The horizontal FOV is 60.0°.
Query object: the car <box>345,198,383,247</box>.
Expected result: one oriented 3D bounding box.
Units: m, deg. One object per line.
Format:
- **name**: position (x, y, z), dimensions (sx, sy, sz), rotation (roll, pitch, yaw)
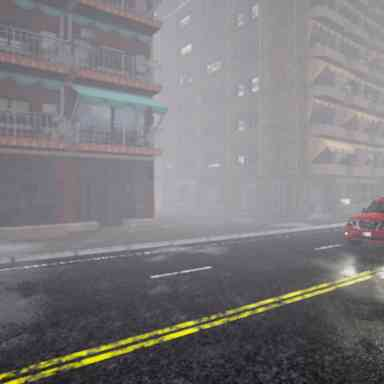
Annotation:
- **car**: position (8.821, 1.251, 14.209), dimensions (5.566, 2.045, 2.150), rotation (0, 0, -37)
